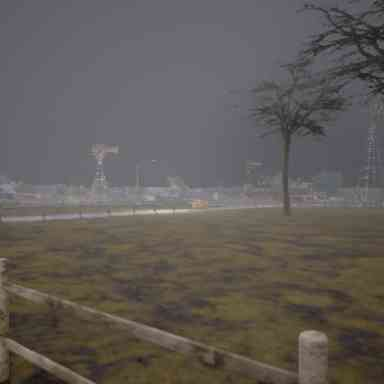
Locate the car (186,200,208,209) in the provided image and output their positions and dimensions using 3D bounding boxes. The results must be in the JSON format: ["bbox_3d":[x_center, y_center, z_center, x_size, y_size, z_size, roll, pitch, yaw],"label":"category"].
[{"bbox_3d":[0.962,2.181,59.210,1.882,1.535,5.008,1,0,36],"label":"car"}]
